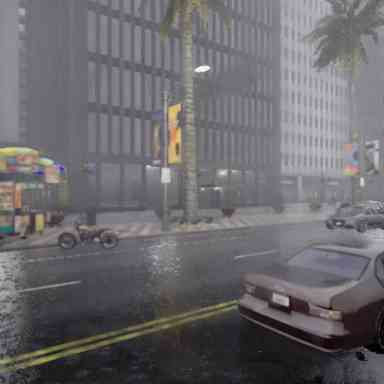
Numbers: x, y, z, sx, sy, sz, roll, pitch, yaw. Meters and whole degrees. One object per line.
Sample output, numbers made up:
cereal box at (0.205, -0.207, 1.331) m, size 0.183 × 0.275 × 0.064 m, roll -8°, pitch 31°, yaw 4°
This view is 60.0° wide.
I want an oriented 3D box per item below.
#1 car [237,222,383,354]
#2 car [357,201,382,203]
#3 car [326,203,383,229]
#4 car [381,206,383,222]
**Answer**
car at (3.278, 1.543, 6.092) m, size 5.357 × 1.411 × 2.033 m, roll 0°, pitch 0°, yaw -35°
car at (13.750, 1.461, 26.086) m, size 4.892 × 1.521 × 2.231 m, roll 0°, pitch 0°, yaw -36°
car at (9.723, 1.549, 19.537) m, size 4.181 × 1.385 × 1.994 m, roll 0°, pitch 0°, yaw -36°
car at (11.592, 1.511, 16.572) m, size 4.674 × 1.442 × 1.812 m, roll 0°, pitch 0°, yaw -36°
